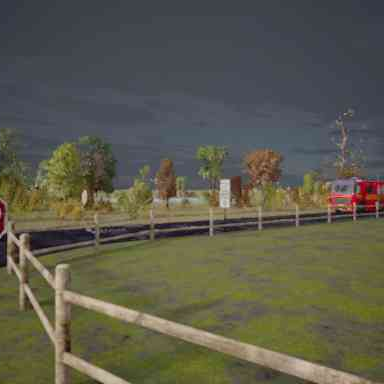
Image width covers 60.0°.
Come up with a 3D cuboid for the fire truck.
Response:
[{"bbox_3d":[18.873,0.355,37.133,8.468,3.827,2.891,0,0,-37],"label":"fire truck"}]
